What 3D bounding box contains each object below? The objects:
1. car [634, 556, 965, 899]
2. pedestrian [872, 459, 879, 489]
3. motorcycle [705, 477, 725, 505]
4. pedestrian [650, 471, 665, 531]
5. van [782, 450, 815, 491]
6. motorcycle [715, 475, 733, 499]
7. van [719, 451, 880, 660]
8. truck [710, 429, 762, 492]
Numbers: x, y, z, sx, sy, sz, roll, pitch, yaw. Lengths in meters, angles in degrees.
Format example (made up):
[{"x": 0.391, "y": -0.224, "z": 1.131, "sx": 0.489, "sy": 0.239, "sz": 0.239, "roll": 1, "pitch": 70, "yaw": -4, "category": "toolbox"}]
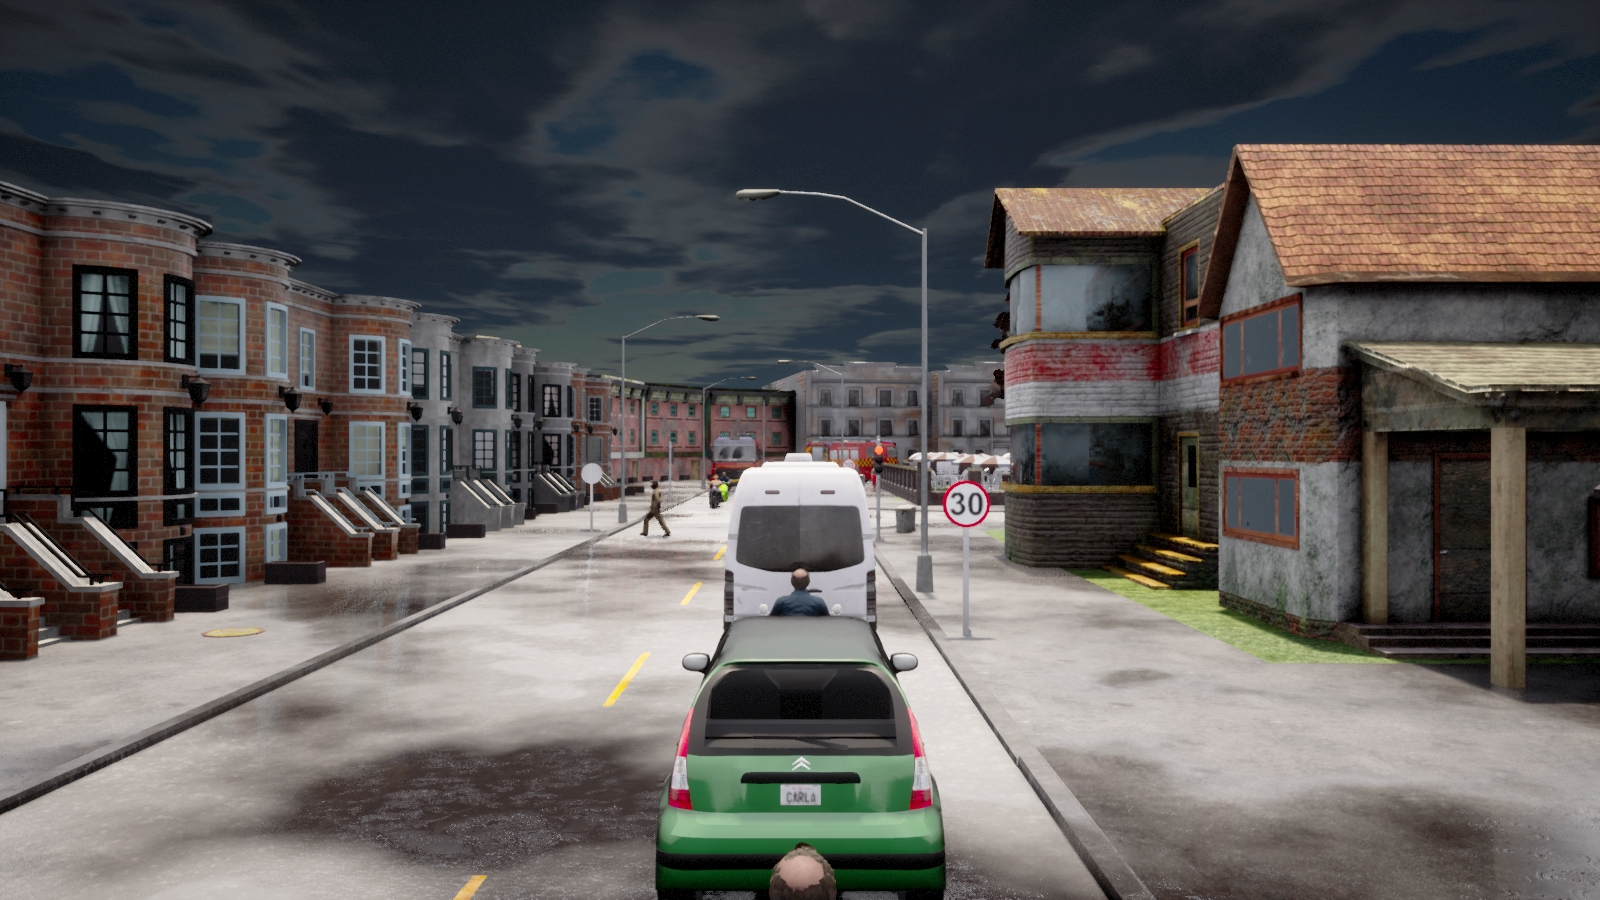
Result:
[{"x": -0.003, "y": 1.776, "z": 8.385, "sx": 1.851, "sy": 1.617, "sz": 3.988, "roll": 0, "pitch": 0, "yaw": 0, "category": "car"}, {"x": 4.782, "y": 1.498, "z": 72.267, "sx": 0.375, "sy": 1.860, "sz": 0.375, "roll": 0, "pitch": 0, "yaw": -6, "category": "pedestrian"}, {"x": -4.008, "y": 1.929, "z": 54.208, "sx": 0.764, "sy": 1.277, "sz": 2.356, "roll": 0, "pitch": 0, "yaw": 0, "category": "motorcycle"}, {"x": -4.522, "y": 1.615, "z": 36.161, "sx": 0.375, "sy": 1.860, "sz": 0.375, "roll": 0, "pitch": 0, "yaw": 11, "category": "pedestrian"}, {"x": -0.072, "y": 1.286, "z": 73.794, "sx": 1.988, "sy": 2.561, "sz": 5.915, "roll": 0, "pitch": 0, "yaw": 0, "category": "van"}, {"x": -4.011, "y": 1.939, "z": 60.311, "sx": 0.856, "sy": 1.236, "sz": 1.805, "roll": 0, "pitch": 0, "yaw": 0, "category": "motorcycle"}, {"x": -0.006, "y": 1.308, "z": 17.043, "sx": 1.988, "sy": 2.561, "sz": 5.915, "roll": 0, "pitch": 0, "yaw": 0, "category": "van"}, {"x": -4.030, "y": 0.643, "z": 73.997, "sx": 2.891, "sy": 3.827, "sz": 8.468, "roll": 0, "pitch": 0, "yaw": 0, "category": "truck"}]
